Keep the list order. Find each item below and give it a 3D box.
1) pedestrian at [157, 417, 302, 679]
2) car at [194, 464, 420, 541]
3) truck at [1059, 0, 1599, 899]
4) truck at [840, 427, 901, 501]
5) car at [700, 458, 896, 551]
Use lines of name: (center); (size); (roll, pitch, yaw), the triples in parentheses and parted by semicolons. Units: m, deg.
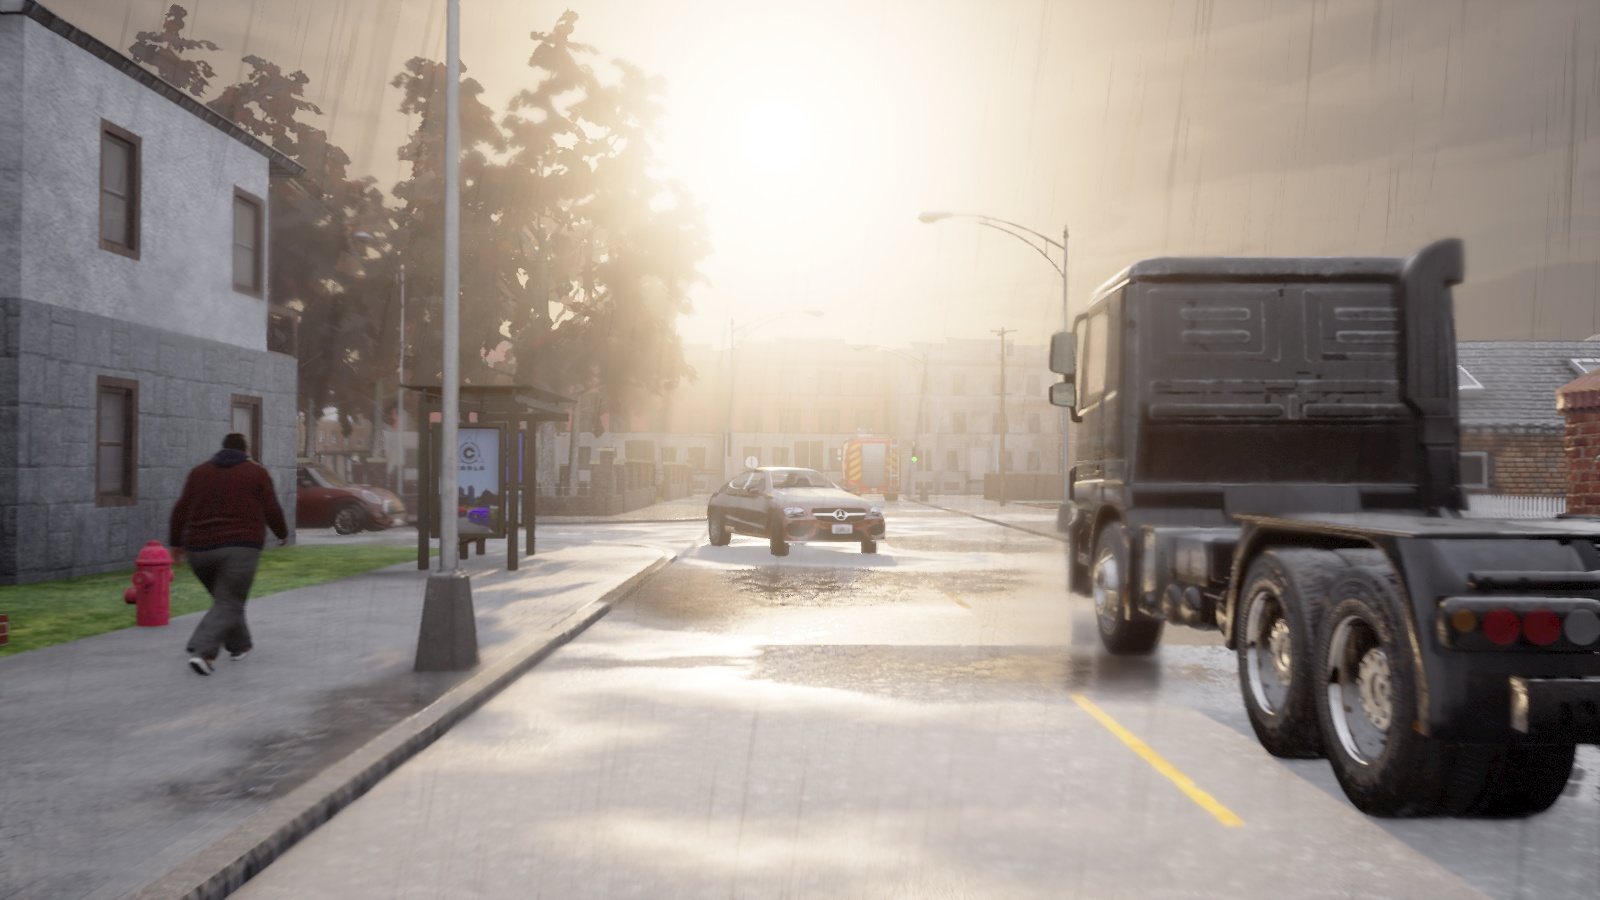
pedestrian: (-4.199, 0.697, 9.296); (0.634, 1.844, 0.899); (0, -1, 2)
car: (-11.643, 1.221, 29.920); (4.553, 1.767, 2.097); (0, -1, 0)
truck: (3.964, -0.041, 8.509); (2.891, 3.462, 7.936); (0, -1, 1)
truck: (3.843, 0.807, 70.001); (2.891, 3.827, 8.468); (0, -1, 0)
car: (-0.195, 1.013, 24.995); (2.152, 1.651, 5.027); (0, -1, -22)
